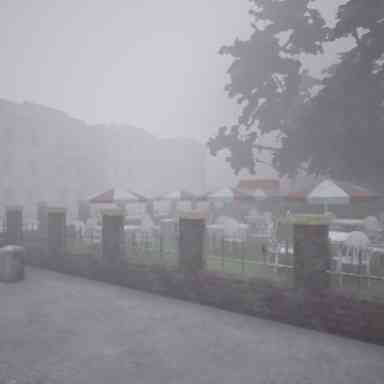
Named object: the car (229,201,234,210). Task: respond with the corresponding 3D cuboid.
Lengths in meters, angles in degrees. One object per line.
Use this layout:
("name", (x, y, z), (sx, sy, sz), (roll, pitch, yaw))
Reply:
("car", (5.821, 1.650, 41.269), (2.128, 1.511, 4.902), (-1, 0, 35))
